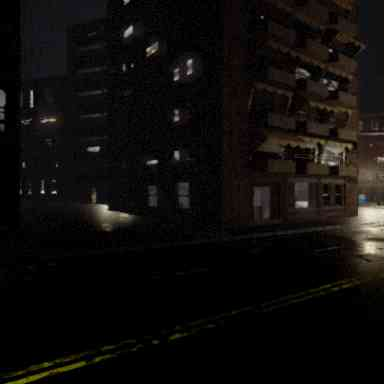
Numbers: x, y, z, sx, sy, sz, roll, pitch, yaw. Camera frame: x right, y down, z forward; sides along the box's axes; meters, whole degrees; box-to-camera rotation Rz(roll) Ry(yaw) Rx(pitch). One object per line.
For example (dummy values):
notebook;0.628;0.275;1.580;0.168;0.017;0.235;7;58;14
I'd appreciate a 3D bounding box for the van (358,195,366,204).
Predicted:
van;30.844;1.342;63.120;3.998;1.788;1.690;1;-1;21
